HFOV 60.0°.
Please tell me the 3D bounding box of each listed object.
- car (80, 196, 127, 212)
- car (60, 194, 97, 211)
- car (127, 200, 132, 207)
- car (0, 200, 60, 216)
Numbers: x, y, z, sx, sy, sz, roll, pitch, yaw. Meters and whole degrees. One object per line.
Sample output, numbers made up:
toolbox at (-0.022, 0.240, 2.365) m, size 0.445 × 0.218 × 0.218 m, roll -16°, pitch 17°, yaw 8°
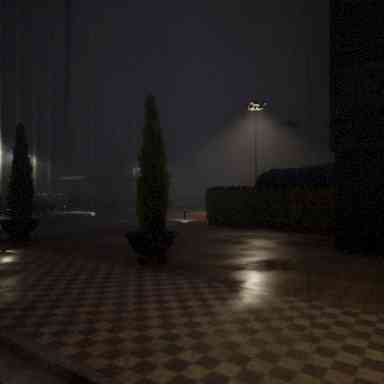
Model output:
car at (-10.511, 1.504, 40.004) m, size 1.837 × 1.490 × 4.892 m, roll 0°, pitch 0°, yaw 35°
car at (-14.055, 1.221, 41.047) m, size 2.150 × 2.045 × 5.566 m, roll 0°, pitch 0°, yaw 35°
car at (-8.062, 1.491, 49.628) m, size 2.128 × 1.511 × 4.902 m, roll 0°, pitch 0°, yaw 35°
car at (-15.842, 1.504, 32.344) m, size 1.837 × 1.490 × 4.892 m, roll 0°, pitch 0°, yaw 35°
